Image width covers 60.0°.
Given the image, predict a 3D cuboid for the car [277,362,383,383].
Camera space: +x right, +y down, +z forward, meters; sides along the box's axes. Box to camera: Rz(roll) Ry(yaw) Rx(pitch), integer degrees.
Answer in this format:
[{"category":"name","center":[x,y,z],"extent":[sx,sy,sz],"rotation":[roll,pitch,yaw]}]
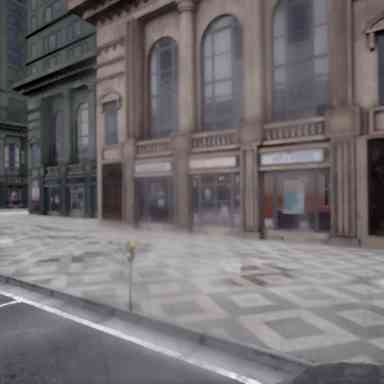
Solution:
[{"category":"car","center":[2.290,1.551,1.300],"extent":[4.403,1.369,2.008],"rotation":[-1,-1,36]}]
